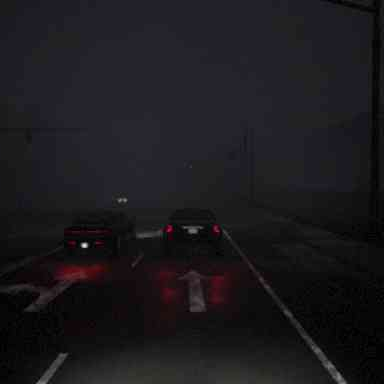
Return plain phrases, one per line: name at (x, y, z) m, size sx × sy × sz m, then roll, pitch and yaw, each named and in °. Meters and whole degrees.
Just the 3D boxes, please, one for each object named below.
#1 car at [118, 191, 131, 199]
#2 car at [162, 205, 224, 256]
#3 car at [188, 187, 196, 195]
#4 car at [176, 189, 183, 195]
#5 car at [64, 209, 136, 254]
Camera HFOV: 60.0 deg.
car at (-14.001, 0.572, 68.978) m, size 2.128 × 1.511 × 4.902 m, roll 0°, pitch 1°, yaw 0°
car at (0.047, 1.287, 13.049) m, size 2.097 × 1.767 × 4.553 m, roll 0°, pitch 0°, yaw 1°
car at (-0.002, -0.272, 91.329) m, size 2.150 × 2.045 × 5.566 m, roll 0°, pitch 1°, yaw 0°
car at (-3.502, -0.019, 91.304) m, size 1.882 × 1.535 × 5.008 m, roll 0°, pitch 1°, yaw 0°
car at (-3.454, 1.439, 13.189) m, size 1.837 × 1.490 × 4.892 m, roll 0°, pitch 1°, yaw 1°
